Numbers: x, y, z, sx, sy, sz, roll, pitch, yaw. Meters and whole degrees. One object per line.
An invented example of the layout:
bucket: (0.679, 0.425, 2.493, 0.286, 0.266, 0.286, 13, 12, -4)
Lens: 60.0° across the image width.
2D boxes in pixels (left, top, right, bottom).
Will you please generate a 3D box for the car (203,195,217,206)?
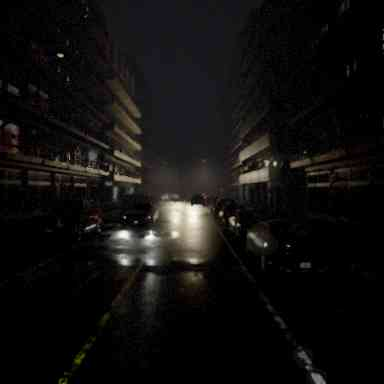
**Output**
car: (2.644, 1.221, 49.834, 1.752, 1.417, 4.829, 0, 0, 0)

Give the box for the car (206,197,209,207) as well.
car: (2.660, 1.363, 32.683, 1.802, 1.307, 4.206, 0, 0, 0)

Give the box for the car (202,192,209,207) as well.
car: (2.649, 1.162, 44.001, 1.967, 1.590, 4.097, 0, 0, 0)

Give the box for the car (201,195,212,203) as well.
car: (2.634, 1.188, 60.989, 1.887, 1.381, 4.507, 0, 0, 0)

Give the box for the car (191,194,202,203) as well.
car: (0.780, 1.167, 61.623, 1.812, 1.442, 4.674, 0, 0, 0)

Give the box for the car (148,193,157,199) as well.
car: (-5.726, 1.065, 38.355, 2.192, 1.841, 5.009, 0, 0, 0)

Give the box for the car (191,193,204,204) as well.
car: (0.850, 1.019, 55.597, 2.097, 1.767, 4.553, 0, 0, 0)

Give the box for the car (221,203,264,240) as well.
car: (2.676, 1.443, 15.697, 2.008, 1.369, 4.403, 0, 0, 0)

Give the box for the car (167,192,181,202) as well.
car: (-3.079, 1.184, 62.362, 2.033, 1.411, 5.357, 0, 0, 1)

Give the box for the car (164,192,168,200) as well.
car: (-5.757, 1.120, 72.158, 1.752, 1.417, 4.829, 0, 0, 0)

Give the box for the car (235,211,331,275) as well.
car: (2.681, 1.481, 10.034, 2.008, 1.369, 4.403, 0, 0, 0)

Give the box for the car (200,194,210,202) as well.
car: (2.629, 1.162, 66.654, 1.887, 1.381, 4.507, 0, 0, 0)

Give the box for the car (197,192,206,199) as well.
car: (2.607, 0.853, 89.296, 2.192, 1.841, 5.009, 0, 0, 0)

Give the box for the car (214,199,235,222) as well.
car: (2.671, 1.398, 21.359, 1.887, 1.381, 4.507, 0, 0, 0)

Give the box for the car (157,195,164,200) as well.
car: (-5.736, 1.240, 49.680, 1.887, 1.381, 4.507, 0, 0, 0)

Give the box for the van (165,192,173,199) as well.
van: (-5.768, 0.895, 83.651, 1.690, 1.788, 3.998, 0, 0, 0)

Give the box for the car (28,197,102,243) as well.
car: (-5.704, 1.206, 15.708, 2.192, 1.841, 5.009, 0, 0, 0)

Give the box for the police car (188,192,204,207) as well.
police car: (0.760, 1.140, 45.717, 1.930, 1.638, 5.238, 0, 0, -2)

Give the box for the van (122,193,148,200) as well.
van: (-5.720, 1.121, 32.695, 1.690, 1.788, 3.998, 0, 0, 0)

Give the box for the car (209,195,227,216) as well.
car: (2.666, 1.256, 27.018, 1.967, 1.590, 4.097, 0, 0, 0)

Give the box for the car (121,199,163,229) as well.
car: (-3.108, 1.383, 20.736, 1.812, 1.442, 4.674, 0, 0, 0)

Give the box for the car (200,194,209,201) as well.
car: (2.623, 1.119, 72.483, 1.752, 1.417, 4.829, 0, 0, 0)
